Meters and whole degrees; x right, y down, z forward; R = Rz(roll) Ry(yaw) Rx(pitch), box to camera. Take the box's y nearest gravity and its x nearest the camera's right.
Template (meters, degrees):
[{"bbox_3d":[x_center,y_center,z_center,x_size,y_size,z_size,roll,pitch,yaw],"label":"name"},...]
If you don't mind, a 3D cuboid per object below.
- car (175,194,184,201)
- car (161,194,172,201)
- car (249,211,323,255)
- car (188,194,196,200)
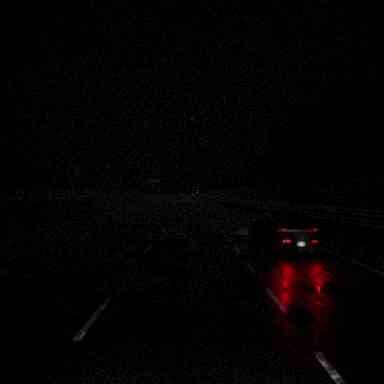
[{"bbox_3d":[-3.503,1.596,87.888,2.128,1.511,4.902,0,0,0],"label":"car"},{"bbox_3d":[-7.003,1.625,88.305,1.994,1.385,4.181,0,0,0],"label":"car"},{"bbox_3d":[3.552,1.493,13.334,2.128,1.511,4.902,0,0,-1],"label":"car"},{"bbox_3d":[-0.003,1.666,88.335,1.895,1.301,4.718,0,0,0],"label":"car"}]
